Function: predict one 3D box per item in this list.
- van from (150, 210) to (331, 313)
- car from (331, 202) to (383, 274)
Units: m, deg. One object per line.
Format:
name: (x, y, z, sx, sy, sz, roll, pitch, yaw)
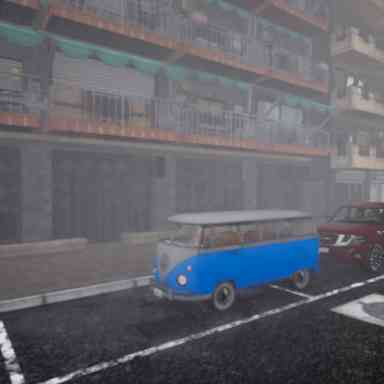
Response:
van: (1.087, 1.315, 7.335, 3.998, 1.788, 1.690, 0, 0, -35)
car: (5.695, 1.264, 10.622, 5.009, 1.841, 2.192, 0, 0, -35)
